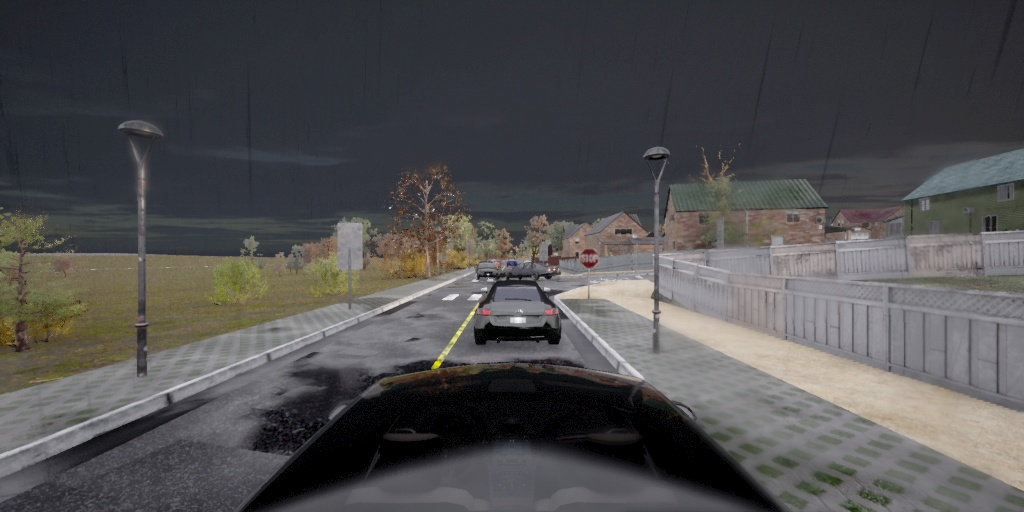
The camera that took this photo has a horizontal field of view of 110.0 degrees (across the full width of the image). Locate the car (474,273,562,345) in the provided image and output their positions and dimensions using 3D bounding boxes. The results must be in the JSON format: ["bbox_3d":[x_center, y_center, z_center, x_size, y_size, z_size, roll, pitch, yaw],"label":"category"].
[{"bbox_3d":[0.100,1.313,9.517,1.994,1.385,4.181,0,0,-1],"label":"car"}]

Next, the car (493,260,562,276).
[{"bbox_3d":[1.330,1.197,28.532,5.357,1.411,2.033,-4,-3,43],"label":"car"}]

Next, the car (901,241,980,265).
[{"bbox_3d":[23.883,-0.209,20.492,4.902,1.511,2.128,-3,0,14],"label":"car"}]

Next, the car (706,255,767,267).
[{"bbox_3d":[14.382,0.413,22.911,4.181,1.385,1.994,-3,0,16],"label":"car"}]

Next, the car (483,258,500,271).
[{"bbox_3d":[-2.860,1.120,51.260,2.097,1.767,4.553,0,0,1],"label":"car"}]

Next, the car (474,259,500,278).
[{"bbox_3d":[-2.258,1.257,31.442,1.837,1.490,4.892,0,0,-8],"label":"car"}]
